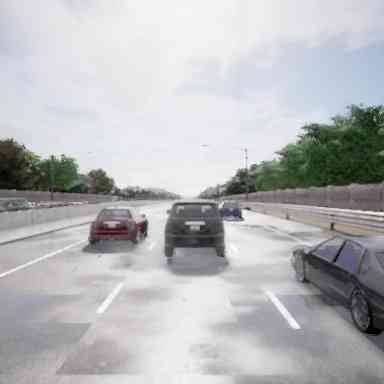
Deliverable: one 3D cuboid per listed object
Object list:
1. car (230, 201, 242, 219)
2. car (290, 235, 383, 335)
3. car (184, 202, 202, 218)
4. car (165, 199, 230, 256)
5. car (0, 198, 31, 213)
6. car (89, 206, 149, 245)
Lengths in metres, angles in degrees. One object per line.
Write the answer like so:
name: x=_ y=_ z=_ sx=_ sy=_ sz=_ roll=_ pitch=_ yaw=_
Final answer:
car: x=3.601 y=1.687 z=32.612 sx=2.097 sy=1.767 sz=4.553 roll=0 pitch=-1 yaw=0
car: x=3.600 y=1.577 z=6.696 sx=2.033 sy=1.411 sz=5.357 roll=0 pitch=0 yaw=0
car: x=0.102 y=1.853 z=35.688 sx=1.882 sy=1.535 sz=5.008 roll=0 pitch=-1 yaw=0
car: x=0.100 y=1.316 z=13.710 sx=2.150 sy=2.045 sz=5.566 roll=0 pitch=-1 yaw=0
car: x=-14.096 y=1.455 z=24.663 sx=2.150 sy=2.045 sz=5.566 roll=0 pitch=-1 yaw=0
car: x=-3.400 y=1.479 z=16.284 sx=2.097 sy=1.767 sz=4.553 roll=0 pitch=-1 yaw=0
